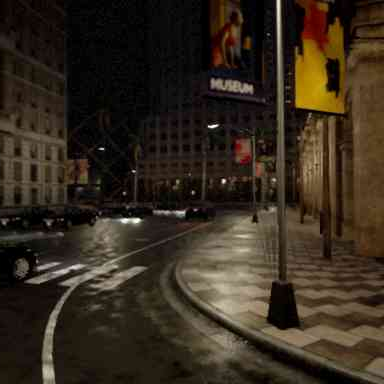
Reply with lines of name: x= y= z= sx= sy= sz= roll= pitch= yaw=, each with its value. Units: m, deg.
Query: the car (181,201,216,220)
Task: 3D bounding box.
car: x=0.894 y=1.719 z=32.024 sx=2.097 sy=1.767 sz=4.553 roll=0 pitch=-1 yaw=15

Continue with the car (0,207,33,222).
car: x=-12.036 y=1.851 z=24.830 sx=2.128 sy=1.511 sz=4.902 roll=0 pitch=-1 yaw=15

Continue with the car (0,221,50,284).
car: x=-5.700 y=1.645 z=7.478 sx=1.837 sy=1.490 sz=4.892 roll=0 pitch=-1 yaw=15

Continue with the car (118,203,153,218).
car: x=-5.627 y=2.009 z=35.059 sx=1.994 sy=1.385 sz=4.181 roll=-1 pitch=-1 yaw=16

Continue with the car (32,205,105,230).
car: x=-8.653 y=1.822 z=23.936 sx=2.128 sy=1.511 sz=4.902 roll=0 pitch=-1 yaw=15

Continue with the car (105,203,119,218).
car: x=-8.822 y=1.972 z=36.640 sx=2.128 sy=1.511 sz=4.902 roll=-1 pitch=-1 yaw=16

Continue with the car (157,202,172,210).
car: x=-4.030 y=2.255 z=53.615 sx=1.895 sy=1.301 sz=4.718 roll=-1 pitch=-1 yaw=16

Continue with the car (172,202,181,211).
car: x=-0.864 y=2.109 z=51.974 sx=2.128 sy=1.511 sz=4.902 roll=-1 pitch=-1 yaw=16
